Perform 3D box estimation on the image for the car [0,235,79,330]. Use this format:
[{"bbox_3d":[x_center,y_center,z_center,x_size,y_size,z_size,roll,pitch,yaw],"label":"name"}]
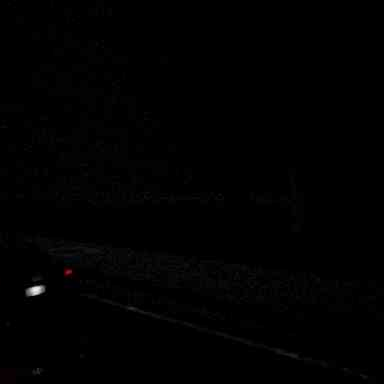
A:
[{"bbox_3d":[-4.136,1.550,6.511,4.181,1.385,1.994,0,0,35],"label":"car"}]
